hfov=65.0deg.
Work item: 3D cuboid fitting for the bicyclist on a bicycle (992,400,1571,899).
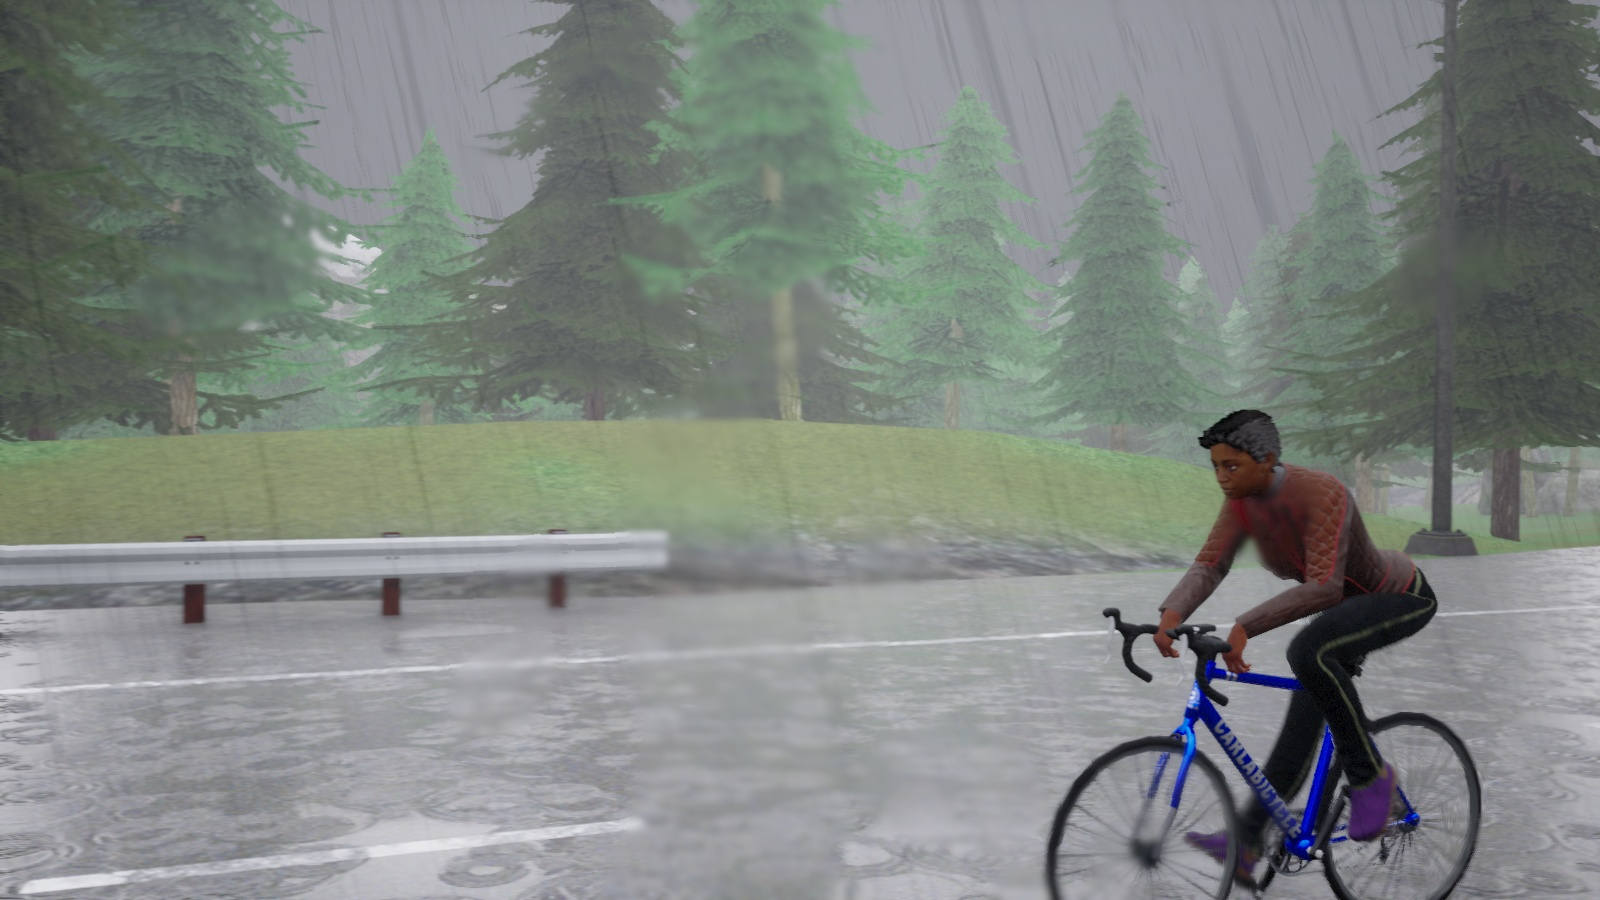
[{"bbox_3d":[1.464,0.673,3.796,1.656,1.620,0.582,-1,1,-21],"label":"bicyclist on a bicycle"}]
